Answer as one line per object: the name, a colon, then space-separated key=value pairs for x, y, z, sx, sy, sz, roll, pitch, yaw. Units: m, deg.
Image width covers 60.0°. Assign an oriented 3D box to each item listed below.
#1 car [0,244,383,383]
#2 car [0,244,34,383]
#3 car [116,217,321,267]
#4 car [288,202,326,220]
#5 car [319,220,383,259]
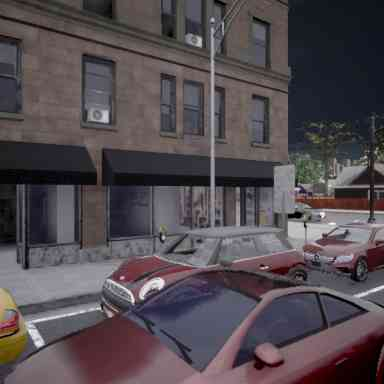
car: x=0.378 y=1.564 z=3.340 sx=4.181 sy=1.385 sz=1.994 roll=0 pitch=0 yaw=-35
car: x=-4.285 y=1.525 z=3.135 sx=4.829 sy=1.417 sz=1.752 roll=0 pitch=0 yaw=-35
car: x=0.350 y=1.440 z=6.434 sx=4.097 sy=1.590 sz=1.967 roll=0 pitch=0 yaw=-35
car: x=8.423 y=1.592 z=27.071 sx=2.128 sy=1.511 sz=4.902 roll=0 pitch=0 yaw=-37
car: x=4.846 y=1.583 z=9.635 sx=4.206 sy=1.307 sz=1.802 roll=0 pitch=0 yaw=-35
